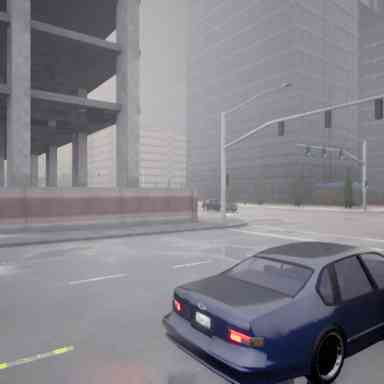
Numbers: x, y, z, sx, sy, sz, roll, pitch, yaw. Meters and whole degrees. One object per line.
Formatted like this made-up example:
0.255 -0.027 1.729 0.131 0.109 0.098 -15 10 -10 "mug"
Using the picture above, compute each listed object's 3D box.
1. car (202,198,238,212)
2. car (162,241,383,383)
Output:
3.106 1.493 37.431 1.837 1.490 4.892 0 0 -36 "car"
2.184 1.545 5.348 5.357 1.411 2.033 0 0 -35 "car"
